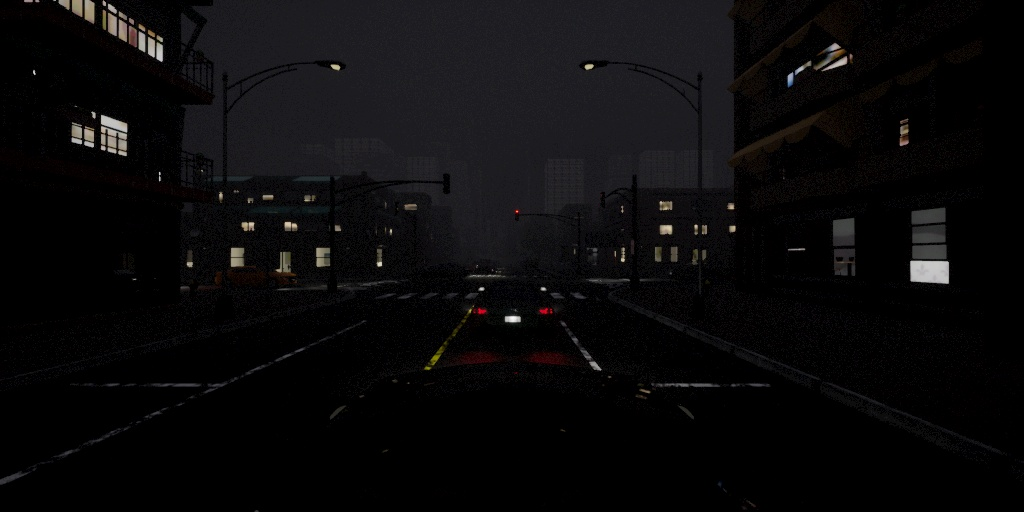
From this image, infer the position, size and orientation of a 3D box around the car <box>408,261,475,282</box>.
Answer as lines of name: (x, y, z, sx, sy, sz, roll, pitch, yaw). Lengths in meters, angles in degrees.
car: (-5.680, 1.251, 28.250, 4.902, 1.511, 2.128, 0, 0, 0)

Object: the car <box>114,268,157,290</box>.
car: (-27.688, 1.586, 25.059, 4.674, 1.442, 1.812, -1, 0, 0)

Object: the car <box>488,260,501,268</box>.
car: (-3.018, 1.338, 62.454, 2.033, 1.411, 5.357, 0, 0, 1)

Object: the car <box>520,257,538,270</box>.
car: (2.735, 1.092, 52.039, 2.192, 1.841, 5.009, 0, 0, 0)

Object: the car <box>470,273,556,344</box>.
car: (0.016, 1.315, 9.647, 1.994, 1.385, 4.181, 0, 0, 0)

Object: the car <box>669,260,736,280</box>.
car: (14.959, 1.058, 28.246, 4.902, 1.511, 2.128, -1, 0, 0)

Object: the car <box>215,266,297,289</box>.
car: (-17.776, 1.420, 25.055, 5.008, 1.535, 1.882, -1, 0, 0)

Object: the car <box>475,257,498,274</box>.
car: (-3.001, 1.117, 40.711, 2.097, 1.767, 4.553, 0, 0, -2)

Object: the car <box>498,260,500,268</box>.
car: (-3.049, 1.323, 50.990, 2.033, 1.411, 5.357, 0, 0, 0)
